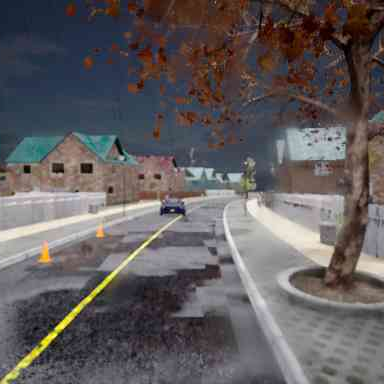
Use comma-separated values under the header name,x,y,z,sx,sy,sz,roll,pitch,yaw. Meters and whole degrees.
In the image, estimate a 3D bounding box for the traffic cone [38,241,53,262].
name,x,y,z,sx,sy,sz,roll,pitch,yaw
traffic cone,-4.420,1.777,10.045,0.340,0.580,0.340,0,1,2

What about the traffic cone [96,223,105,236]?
name,x,y,z,sx,sy,sz,roll,pitch,yaw
traffic cone,-4.167,1.698,15.087,0.340,0.580,0.340,0,1,3

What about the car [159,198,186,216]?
name,x,y,z,sx,sy,sz,roll,pitch,yaw
car,-1.512,1.153,26.677,1.994,1.385,4.181,0,1,-2
